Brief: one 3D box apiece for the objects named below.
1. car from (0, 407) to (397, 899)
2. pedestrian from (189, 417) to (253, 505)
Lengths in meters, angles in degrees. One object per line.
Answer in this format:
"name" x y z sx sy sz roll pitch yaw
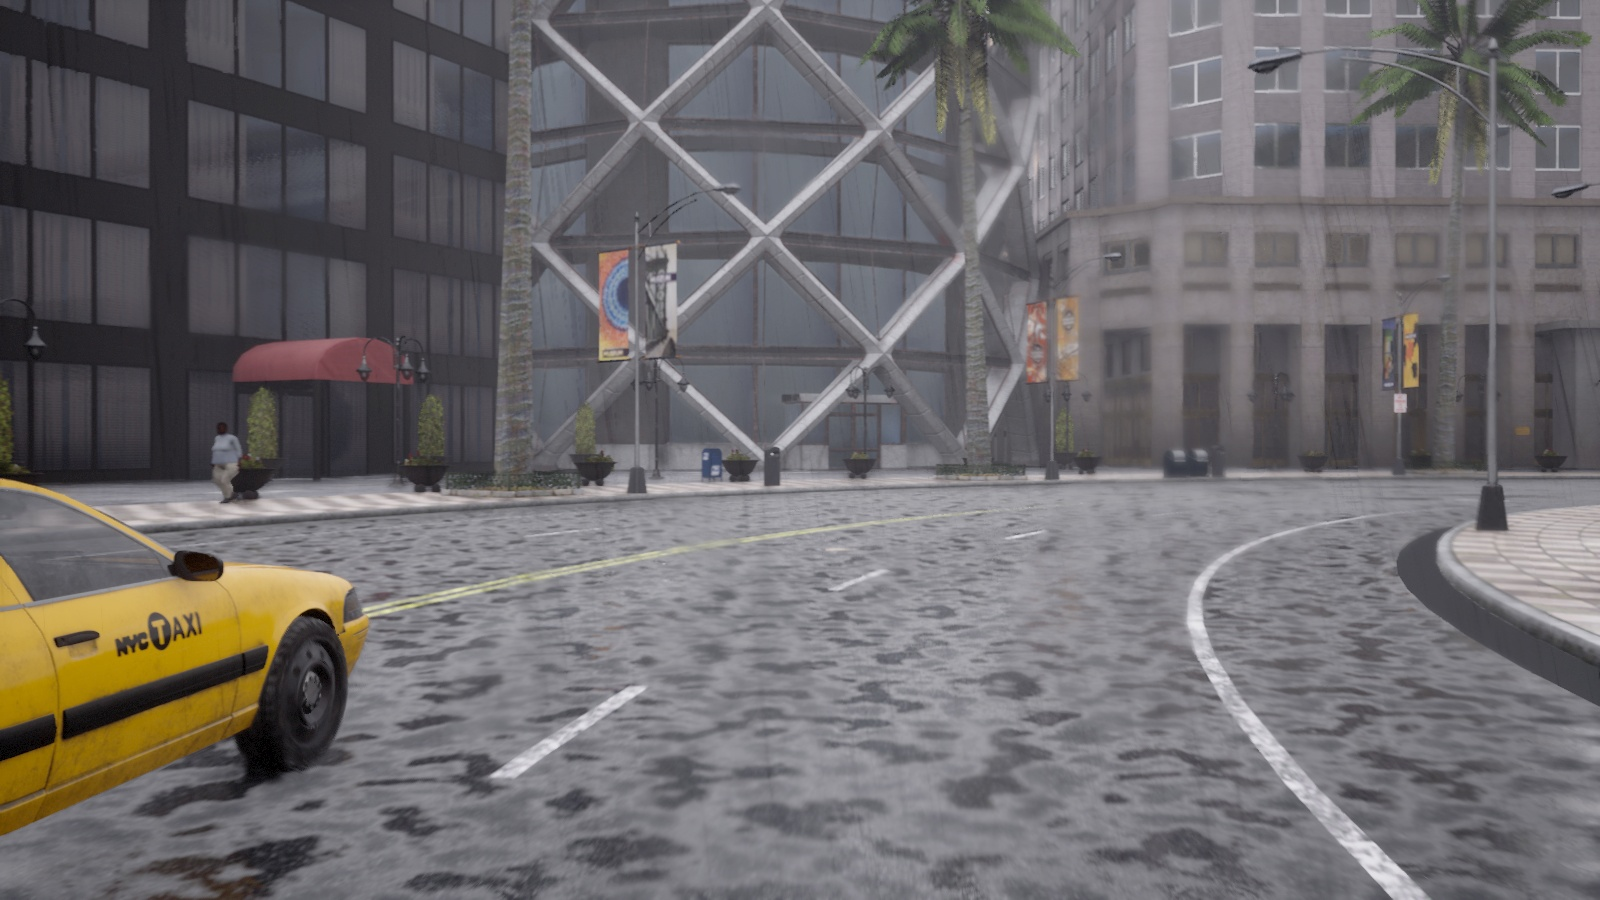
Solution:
"car" -3.240 0.657 4.025 1.801 1.575 5.366 0 0 5
"pedestrian" -12.422 0.228 26.968 0.874 1.855 0.900 0 0 23
